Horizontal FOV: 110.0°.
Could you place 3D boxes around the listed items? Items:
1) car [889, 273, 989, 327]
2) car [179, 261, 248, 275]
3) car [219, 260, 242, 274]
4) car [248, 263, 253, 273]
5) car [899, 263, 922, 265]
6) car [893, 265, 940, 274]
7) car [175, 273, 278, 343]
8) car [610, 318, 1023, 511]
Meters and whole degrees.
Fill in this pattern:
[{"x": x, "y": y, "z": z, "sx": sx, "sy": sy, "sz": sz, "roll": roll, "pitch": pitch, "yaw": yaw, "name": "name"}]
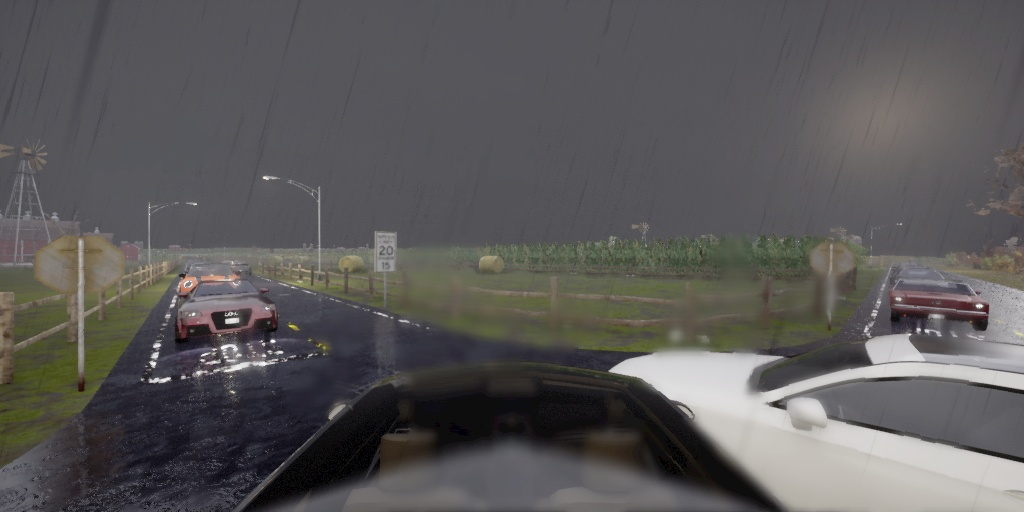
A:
[{"x": 13.480, "y": 1.400, "z": 11.515, "sx": 4.718, "sy": 1.301, "sz": 1.895, "roll": 0, "pitch": 1, "yaw": -43, "name": "car"}, {"x": -13.770, "y": 1.142, "z": 16.434, "sx": 2.097, "sy": 1.767, "sz": 4.553, "roll": 0, "pitch": 0, "yaw": -42, "name": "car"}, {"x": -33.844, "y": 1.309, "z": 43.055, "sx": 1.837, "sy": 1.490, "sz": 4.892, "roll": 0, "pitch": 0, "yaw": -42, "name": "car"}, {"x": -27.099, "y": 1.287, "z": 35.619, "sx": 2.128, "sy": 1.511, "sz": 4.902, "roll": 0, "pitch": 0, "yaw": -42, "name": "car"}, {"x": 27.270, "y": 1.405, "z": 24.378, "sx": 4.181, "sy": 1.385, "sz": 1.994, "roll": 0, "pitch": 1, "yaw": -43, "name": "car"}, {"x": 20.536, "y": 1.366, "z": 18.101, "sx": 5.357, "sy": 1.411, "sz": 2.033, "roll": 0, "pitch": 1, "yaw": -43, "name": "car"}, {"x": -7.973, "y": 1.356, "z": 9.969, "sx": 1.994, "sy": 1.385, "sz": 4.181, "roll": 0, "pitch": 0, "yaw": -43, "name": "car"}, {"x": 2.831, "y": 1.294, "z": 2.418, "sx": 1.812, "sy": 1.442, "sz": 4.674, "roll": 0, "pitch": 1, "yaw": -44, "name": "car"}]
